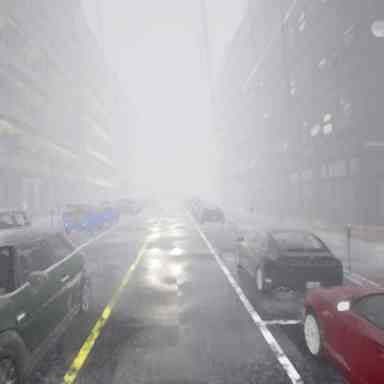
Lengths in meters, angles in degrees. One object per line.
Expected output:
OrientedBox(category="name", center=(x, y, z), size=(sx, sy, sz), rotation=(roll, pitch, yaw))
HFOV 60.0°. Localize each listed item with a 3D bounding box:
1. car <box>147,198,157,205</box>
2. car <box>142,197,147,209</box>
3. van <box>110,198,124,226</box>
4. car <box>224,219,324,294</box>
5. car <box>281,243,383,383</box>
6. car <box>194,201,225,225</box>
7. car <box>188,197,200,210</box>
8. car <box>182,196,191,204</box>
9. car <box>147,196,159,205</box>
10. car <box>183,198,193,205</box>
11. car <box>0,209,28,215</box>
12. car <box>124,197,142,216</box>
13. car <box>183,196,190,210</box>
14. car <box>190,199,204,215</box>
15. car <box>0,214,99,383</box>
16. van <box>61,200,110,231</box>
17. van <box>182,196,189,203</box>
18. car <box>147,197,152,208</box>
OrientedBox(category="car", center=(-8.942, 2.058, 74.532), size=(1.887, 1.381, 4.507), rotation=(1, -1, -3))
OrientedBox(category="car", center=(-7.288, 1.585, 41.392), size=(2.192, 1.841, 5.009), rotation=(1, 0, -3))
OrientedBox(category="van", center=(-6.464, 1.510, 24.822), size=(1.690, 1.788, 3.998), rotation=(1, 0, -3))
OrientedBox(category="car", center=(2.230, 1.566, 8.580), size=(2.008, 1.369, 4.403), rotation=(1, 0, -3))
OrientedBox(category="car", center=(2.506, 1.535, 3.055), size=(1.887, 1.381, 4.507), rotation=(1, 0, -3))
OrientedBox(category="car", center=(1.406, 1.645, 25.152), size=(1.887, 1.381, 4.507), rotation=(1, 0, -3))
OrientedBox(category="car", center=(0.865, 1.606, 36.200), size=(1.967, 1.590, 4.097), rotation=(1, 0, -3))
OrientedBox(category="car", center=(-1.375, 1.807, 80.394), size=(2.192, 1.841, 5.009), rotation=(1, -1, -3))
OrientedBox(category="car", center=(-8.664, 1.783, 69.010), size=(2.192, 1.841, 5.009), rotation=(1, 0, -3))
OrientedBox(category="car", center=(-0.828, 1.981, 69.343), size=(1.802, 1.307, 4.206), rotation=(1, -1, -3))
OrientedBox(category="car", center=(-5.638, 1.399, 8.252), size=(2.192, 1.841, 5.009), rotation=(1, 0, -3))
OrientedBox(category="car", center=(-7.014, 1.550, 35.869), size=(2.192, 1.841, 5.009), rotation=(1, 0, -3))
OrientedBox(category="car", center=(0.275, 1.551, 47.247), size=(2.192, 1.841, 5.009), rotation=(1, 0, -3))
OrientedBox(category="car", center=(1.131, 1.677, 30.675), size=(1.887, 1.381, 4.507), rotation=(1, 0, -3))
OrientedBox(category="car", center=(-2.910, 1.396, 4.522), size=(2.097, 1.767, 4.553), rotation=(-1, 0, -3))
OrientedBox(category="van", center=(-6.189, 1.479, 19.297), size=(1.690, 1.788, 3.998), rotation=(1, 0, -3))
OrientedBox(category="van", center=(-1.650, 1.883, 85.919), size=(1.690, 1.788, 3.998), rotation=(1, -1, -3))
OrientedBox(category="car", center=(-7.842, 1.909, 52.439), size=(1.947, 1.339, 4.313), rotation=(1, 0, -3))
